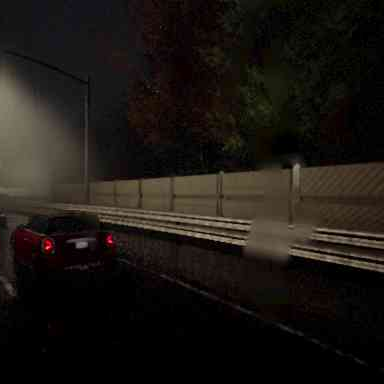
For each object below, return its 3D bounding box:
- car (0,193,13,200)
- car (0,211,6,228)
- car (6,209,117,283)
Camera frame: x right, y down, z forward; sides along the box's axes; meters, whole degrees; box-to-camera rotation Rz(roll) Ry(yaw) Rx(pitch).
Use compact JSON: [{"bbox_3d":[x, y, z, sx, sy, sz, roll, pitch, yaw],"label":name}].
[{"bbox_3d":[-38.151,1.263,67.685,2.150,2.045,5.566,0,0,3],"label":"car"},{"bbox_3d":[-13.282,1.575,21.201,1.994,1.385,4.181,0,0,-42],"label":"car"},{"bbox_3d":[-4.048,1.358,10.104,2.097,1.767,4.553,0,0,-37],"label":"car"}]
